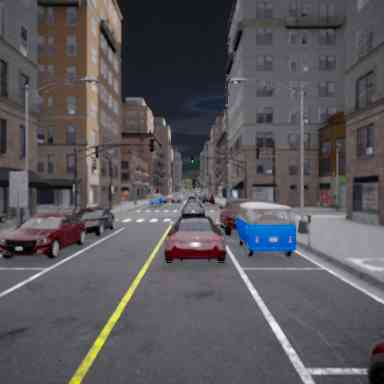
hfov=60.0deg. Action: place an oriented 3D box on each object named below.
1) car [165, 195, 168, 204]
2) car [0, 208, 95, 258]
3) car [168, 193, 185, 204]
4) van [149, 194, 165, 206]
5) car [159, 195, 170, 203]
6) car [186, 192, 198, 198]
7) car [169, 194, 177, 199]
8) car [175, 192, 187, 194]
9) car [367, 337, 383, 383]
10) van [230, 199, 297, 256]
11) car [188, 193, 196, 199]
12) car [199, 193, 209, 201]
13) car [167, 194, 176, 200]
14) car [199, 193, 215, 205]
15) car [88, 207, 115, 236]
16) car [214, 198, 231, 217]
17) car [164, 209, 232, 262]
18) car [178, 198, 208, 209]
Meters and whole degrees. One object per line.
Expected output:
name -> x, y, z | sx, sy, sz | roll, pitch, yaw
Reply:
car -> -5.400, 1.392, 60.893 | 1.947, 1.339, 4.313 | 0, 0, 0
car -> -5.387, 1.511, 12.606 | 1.887, 1.381, 4.507 | 0, 0, 0
car -> -2.788, 1.335, 59.172 | 1.837, 1.490, 4.892 | 0, 1, 1
van -> -5.404, 1.199, 50.080 | 1.690, 1.788, 3.998 | 0, 0, 0
car -> -5.398, 1.355, 66.299 | 1.887, 1.381, 4.507 | 0, 0, 0
car -> 0.007, 1.276, 74.871 | 1.837, 1.490, 4.892 | 0, 0, 0
car -> -5.389, 1.295, 93.330 | 1.947, 1.339, 4.313 | 0, 0, 0
car -> -2.743, 1.309, 74.470 | 1.812, 1.442, 4.674 | 0, 0, 0
car -> 2.637, 1.436, 1.583 | 1.967, 1.590, 4.097 | 0, 0, 0
van -> 2.639, 1.307, 12.604 | 1.690, 1.788, 3.998 | 0, 0, 0
car -> 0.008, 1.110, 85.289 | 1.812, 1.442, 4.674 | 0, 0, 0
car -> 2.691, 1.093, 77.112 | 2.192, 1.841, 5.009 | 0, 0, 0
car -> -5.390, 1.296, 87.924 | 2.008, 1.369, 4.403 | 0, 0, 0
car -> 2.709, 1.157, 55.486 | 2.192, 1.841, 5.009 | 0, 0, 0
car -> -5.386, 1.516, 18.117 | 1.947, 1.339, 4.313 | 0, 0, 0
car -> 2.639, 1.265, 18.116 | 2.192, 1.841, 5.009 | 0, 0, 0
car -> 0.101, 1.531, 11.929 | 1.994, 1.385, 4.181 | 0, 0, 0
car -> 0.101, 1.483, 28.307 | 1.994, 1.385, 4.181 | 0, 0, 0
